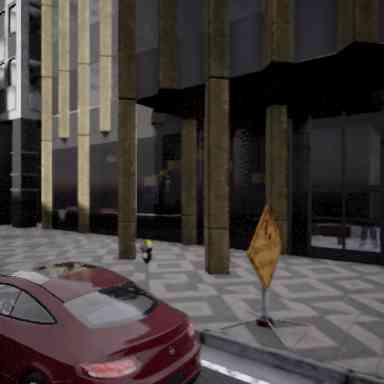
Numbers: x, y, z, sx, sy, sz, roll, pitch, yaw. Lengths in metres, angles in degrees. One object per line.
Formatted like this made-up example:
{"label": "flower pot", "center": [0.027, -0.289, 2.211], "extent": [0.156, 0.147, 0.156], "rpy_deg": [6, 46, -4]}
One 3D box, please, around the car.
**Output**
{"label": "car", "center": [-1.849, 1.591, 4.281], "extent": [4.206, 1.307, 1.802], "rpy_deg": [0, 0, 36]}
